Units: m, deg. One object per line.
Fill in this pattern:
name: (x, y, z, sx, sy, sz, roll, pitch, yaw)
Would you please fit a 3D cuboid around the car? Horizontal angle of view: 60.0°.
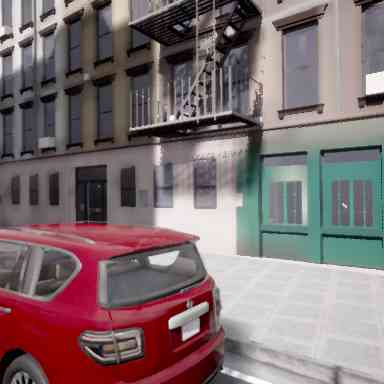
car: (-1.954, 1.314, 4.373, 5.009, 1.841, 2.192, 0, -1, 36)
